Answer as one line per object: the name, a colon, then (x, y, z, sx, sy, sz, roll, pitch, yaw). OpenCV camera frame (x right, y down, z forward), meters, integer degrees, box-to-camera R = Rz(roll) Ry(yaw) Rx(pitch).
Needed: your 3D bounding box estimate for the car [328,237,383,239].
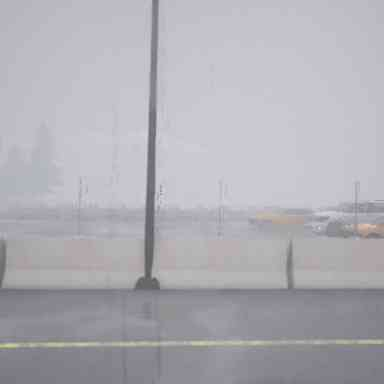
car: (8.816, 1.661, 14.224, 5.008, 1.535, 1.882, 1, 0, -2)

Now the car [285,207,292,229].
car: (6.123, 1.670, 21.120, 5.008, 1.535, 1.882, 1, 0, -2)
